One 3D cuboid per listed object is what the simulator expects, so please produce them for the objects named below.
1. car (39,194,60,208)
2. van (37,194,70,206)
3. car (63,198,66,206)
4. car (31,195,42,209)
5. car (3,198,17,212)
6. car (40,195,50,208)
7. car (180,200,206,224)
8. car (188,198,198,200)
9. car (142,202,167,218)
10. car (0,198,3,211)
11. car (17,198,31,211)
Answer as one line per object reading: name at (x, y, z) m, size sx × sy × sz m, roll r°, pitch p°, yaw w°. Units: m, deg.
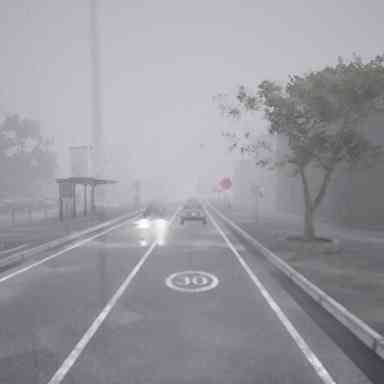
car at (-21.926, 1.467, 47.221) m, size 5.366 × 1.575 × 1.946 m, roll 0°, pitch 0°, yaw 0°
van at (-22.001, 1.244, 52.772) m, size 4.442 × 1.987 × 1.878 m, roll 0°, pitch 0°, yaw 0°
car at (-22.144, 1.500, 49.998) m, size 4.792 × 1.488 × 2.163 m, roll 0°, pitch 0°, yaw 0°
car at (-22.099, 1.472, 41.672) m, size 4.892 × 1.521 × 2.231 m, roll 0°, pitch 0°, yaw 0°
car at (-22.129, 1.347, 36.121) m, size 4.553 × 1.767 × 2.185 m, roll 0°, pitch 0°, yaw 0°
car at (-22.137, 1.500, 44.446) m, size 4.792 × 1.488 × 2.163 m, roll 0°, pitch 0°, yaw 0°
car at (0.102, 1.540, 24.612) m, size 2.033 × 1.411 × 5.357 m, roll 0°, pitch 0°, yaw 0°
car at (0.104, 1.455, 41.638) m, size 1.994 × 1.385 × 4.181 m, roll 0°, pitch 1°, yaw 0°
car at (-3.345, 1.576, 30.393) m, size 1.895 × 1.301 × 4.718 m, roll 0°, pitch 0°, yaw 0°
car at (-22.092, 1.514, 33.346) m, size 4.674 × 1.452 × 2.002 m, roll 0°, pitch 0°, yaw 0°
car at (-22.107, 1.472, 38.897) m, size 5.008 × 1.535 × 2.097 m, roll 0°, pitch 0°, yaw 0°
